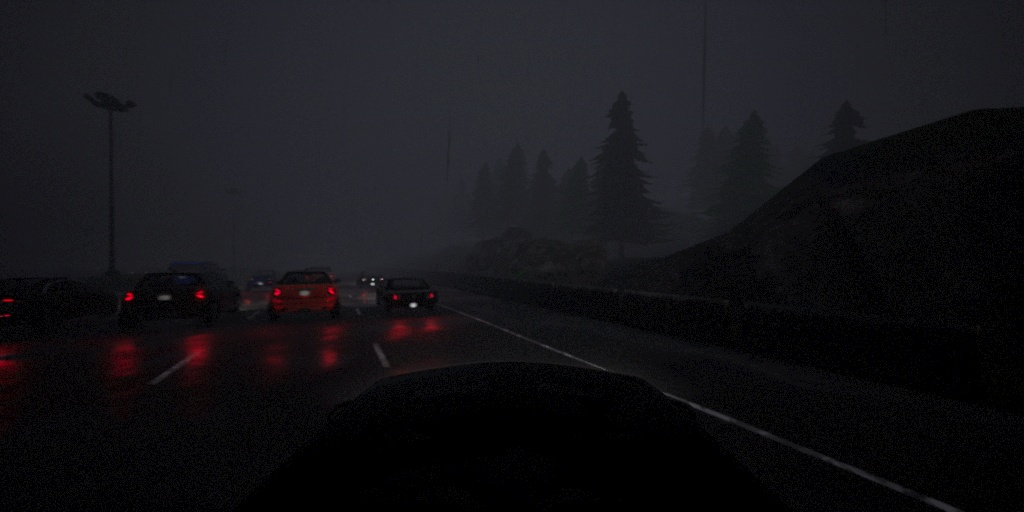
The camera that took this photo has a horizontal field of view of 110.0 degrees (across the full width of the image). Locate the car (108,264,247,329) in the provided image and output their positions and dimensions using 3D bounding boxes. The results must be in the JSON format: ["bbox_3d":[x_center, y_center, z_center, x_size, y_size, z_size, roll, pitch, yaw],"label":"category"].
[{"bbox_3d":[-10.939,1.262,12.237,2.097,1.767,4.553,0,-1,-26],"label":"car"}]

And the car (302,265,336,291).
[{"bbox_3d":[-14.516,1.558,27.236,2.097,1.767,4.553,0,-1,-26],"label":"car"}]

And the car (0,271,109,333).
[{"bbox_3d":[-14.132,1.379,10.794,2.128,1.511,4.902,0,-1,-26],"label":"car"}]

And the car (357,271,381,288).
[{"bbox_3d":[-11.317,1.832,28.651,1.895,1.301,4.718,0,-1,-26],"label":"car"}]

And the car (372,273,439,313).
[{"bbox_3d":[-4.608,1.563,15.215,1.895,1.301,4.718,0,-1,-26],"label":"car"}]

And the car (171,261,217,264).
[{"bbox_3d":[-20.434,1.364,23.399,2.150,2.045,5.566,0,-1,-26],"label":"car"}]

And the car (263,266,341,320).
[{"bbox_3d":[-7.807,1.289,13.798,2.097,1.767,4.553,0,-1,-26],"label":"car"}]

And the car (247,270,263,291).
[{"bbox_3d":[-17.887,1.715,26.157,1.812,1.442,4.674,0,-1,-26],"label":"car"}]
